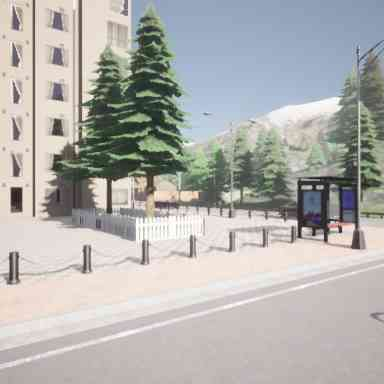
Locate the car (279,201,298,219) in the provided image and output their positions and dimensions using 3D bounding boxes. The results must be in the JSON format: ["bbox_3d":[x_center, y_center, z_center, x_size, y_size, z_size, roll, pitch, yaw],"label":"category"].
[{"bbox_3d":[9.258,1.515,26.806,1.837,1.490,4.892,0,0,-35],"label":"car"}]

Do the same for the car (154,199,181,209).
[{"bbox_3d":[-3.415,1.612,45.005,1.895,1.301,4.718,0,0,-35],"label":"car"}]
